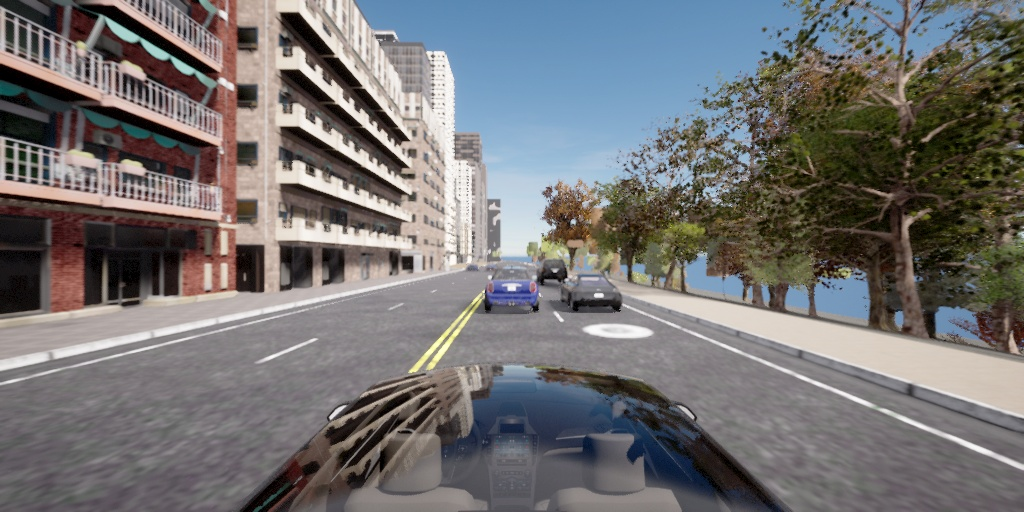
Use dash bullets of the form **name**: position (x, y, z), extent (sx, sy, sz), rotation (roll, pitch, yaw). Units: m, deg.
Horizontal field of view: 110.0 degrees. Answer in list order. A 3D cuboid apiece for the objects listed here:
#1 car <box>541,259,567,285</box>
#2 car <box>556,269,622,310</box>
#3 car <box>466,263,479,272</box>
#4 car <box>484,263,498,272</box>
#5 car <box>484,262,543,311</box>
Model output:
- **car**: position (3.231, 1.253, 29.421), extent (2.150, 2.045, 5.566), rotation (0, 0, 0)
- **car**: position (3.257, 1.451, 15.384), extent (1.994, 1.385, 4.181), rotation (0, 0, 0)
- **car**: position (-6.622, 1.916, 60.661), extent (1.994, 1.385, 4.181), rotation (0, -1, 0)
- **car**: position (-3.380, 1.887, 59.466), extent (2.033, 1.411, 5.357), rotation (0, -1, 0)
- **car**: position (0.007, 1.236, 15.259), extent (2.097, 1.767, 4.553), rotation (0, -1, 0)
